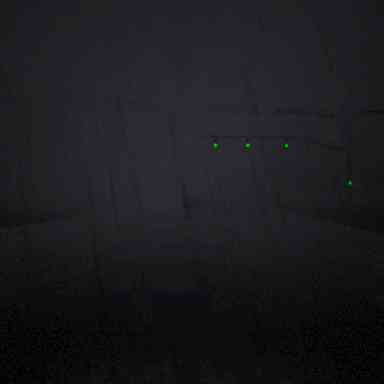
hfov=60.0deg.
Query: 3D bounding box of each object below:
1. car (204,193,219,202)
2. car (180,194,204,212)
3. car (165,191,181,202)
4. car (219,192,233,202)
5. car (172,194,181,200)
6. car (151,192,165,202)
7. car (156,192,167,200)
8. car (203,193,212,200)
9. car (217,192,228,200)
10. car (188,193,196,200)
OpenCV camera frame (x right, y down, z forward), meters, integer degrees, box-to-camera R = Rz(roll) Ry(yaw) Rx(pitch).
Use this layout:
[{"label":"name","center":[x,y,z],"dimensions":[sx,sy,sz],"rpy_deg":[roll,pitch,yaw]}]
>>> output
[{"label":"car","center":[3.513,1.109,65.716],"dimensions":[2.128,1.511,4.902],"rpy_deg":[0,0,0]},{"label":"car","center":[0.007,1.268,35.759],"dimensions":[1.882,1.535,5.008],"rpy_deg":[0,0,0]},{"label":"car","center":[-3.487,0.838,65.596],"dimensions":[2.150,2.045,5.566],"rpy_deg":[0,0,0]},{"label":"car","center":[7.013,1.177,66.078],"dimensions":[1.994,1.385,4.181],"rpy_deg":[0,0,0]},{"label":"car","center":[-3.485,1.057,75.992],"dimensions":[1.994,1.385,4.181],"rpy_deg":[0,0,0]},{"label":"car","center":[-6.987,1.164,65.592],"dimensions":[2.033,1.411,5.357],"rpy_deg":[0,0,0]},{"label":"car","center":[-6.985,0.860,75.961],"dimensions":[2.097,1.767,4.553],"rpy_deg":[0,0,0]},{"label":"car","center":[3.515,1.023,75.989],"dimensions":[1.812,1.442,4.674],"rpy_deg":[0,0,0]},{"label":"car","center":[7.015,0.854,75.957],"dimensions":[2.097,1.767,4.553],"rpy_deg":[0,0,0]},{"label":"car","center":[0.015,1.002,75.990],"dimensions":[1.837,1.490,4.892],"rpy_deg":[0,0,0]}]
